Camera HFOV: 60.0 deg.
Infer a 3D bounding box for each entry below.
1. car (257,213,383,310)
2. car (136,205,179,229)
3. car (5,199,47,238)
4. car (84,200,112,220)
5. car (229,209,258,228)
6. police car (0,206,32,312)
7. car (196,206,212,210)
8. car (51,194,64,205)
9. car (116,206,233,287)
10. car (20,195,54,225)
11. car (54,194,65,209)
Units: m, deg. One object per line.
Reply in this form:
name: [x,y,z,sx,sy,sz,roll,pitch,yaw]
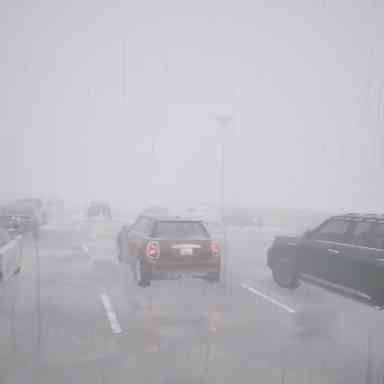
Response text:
car: [3.907,1.468,7.119,2.150,2.045,5.566,3,-1,-21]
car: [-2.557,1.715,23.859,1.994,1.385,4.181,3,-1,-21]
car: [-8.342,1.324,16.228,1.837,1.490,4.892,3,-1,-21]
car: [-7.871,1.471,27.934,1.837,1.490,4.892,3,-1,-21]
car: [3.934,2.023,26.457,1.994,1.385,4.181,3,-1,-21]
police car: [-4.783,1.296,7.000,1.930,1.638,5.238,3,-1,-21]
car: [0.584,1.829,25.414,1.812,1.442,4.674,3,-1,-21]
car: [-21.511,1.132,53.343,1.882,1.535,5.008,3,-1,-21]
car: [-0.896,1.421,9.841,2.097,1.767,4.553,3,-1,-21]
car: [-10.482,1.138,21.800,2.097,1.767,4.553,3,-1,-21]
car: [-16.474,1.222,40.322,2.128,1.511,4.902,3,-1,-21]
